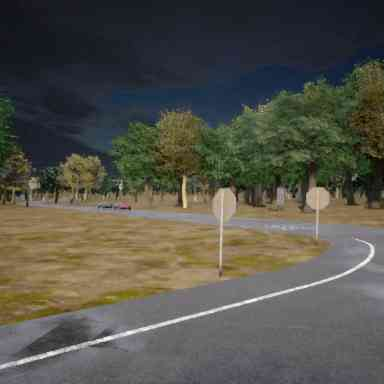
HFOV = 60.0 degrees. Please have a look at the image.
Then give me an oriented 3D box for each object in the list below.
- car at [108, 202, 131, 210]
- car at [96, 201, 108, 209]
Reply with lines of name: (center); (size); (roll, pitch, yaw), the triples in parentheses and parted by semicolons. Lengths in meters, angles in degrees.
car: (-11.404, 2.237, 53.760); (1.994, 1.385, 4.181); (2, -2, -34)
car: (-15.772, 2.364, 60.109); (1.994, 1.385, 4.181); (2, -2, -34)
